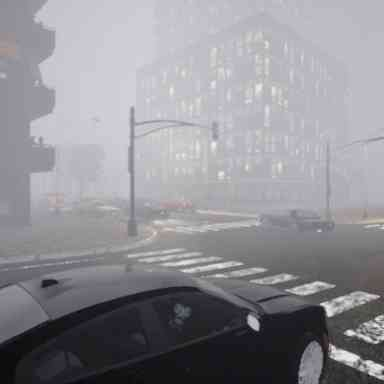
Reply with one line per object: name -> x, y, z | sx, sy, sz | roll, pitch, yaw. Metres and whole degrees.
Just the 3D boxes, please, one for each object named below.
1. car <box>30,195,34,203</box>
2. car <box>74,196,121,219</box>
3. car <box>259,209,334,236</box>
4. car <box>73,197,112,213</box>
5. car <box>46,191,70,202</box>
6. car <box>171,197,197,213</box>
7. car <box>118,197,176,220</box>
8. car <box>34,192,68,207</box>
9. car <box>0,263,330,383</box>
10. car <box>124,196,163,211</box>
car -> -23.596, 0.821, 46.626 | 1.812, 1.442, 4.674 | 0, 1, -41
car -> -7.345, 1.256, 26.043 | 1.752, 1.417, 4.829 | 1, 0, -44
car -> 5.831, 1.650, 19.283 | 1.895, 1.301, 4.718 | 1, 1, -19
car -> -9.749, 1.195, 32.349 | 1.994, 1.385, 4.181 | 0, 1, -44
car -> -21.159, 0.694, 52.423 | 1.967, 1.590, 4.097 | 1, 0, -44
car -> -1.492, 1.167, 32.287 | 1.967, 1.590, 4.097 | 1, 0, -44
car -> -3.567, 1.339, 25.975 | 1.994, 1.385, 4.181 | 0, 1, -44
car -> -16.512, 0.822, 39.319 | 2.097, 1.767, 4.553 | 0, 1, -44
car -> -0.544, 1.486, 3.283 | 5.008, 1.535, 1.882 | 0, 0, -39
car -> -5.283, 1.205, 36.071 | 1.947, 1.339, 4.313 | 1, 0, -44
